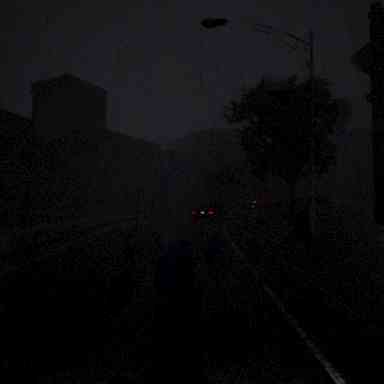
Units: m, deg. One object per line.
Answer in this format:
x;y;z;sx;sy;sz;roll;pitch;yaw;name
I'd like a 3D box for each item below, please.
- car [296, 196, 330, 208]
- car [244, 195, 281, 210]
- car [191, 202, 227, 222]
13.830;1.112;38.336;4.181;1.385;1.994;-2;-2;-24;car
8.332;1.154;39.619;4.553;1.767;2.097;-1;-1;-30;car
1.411;1.478;25.555;2.033;1.411;5.357;-1;0;16;car
